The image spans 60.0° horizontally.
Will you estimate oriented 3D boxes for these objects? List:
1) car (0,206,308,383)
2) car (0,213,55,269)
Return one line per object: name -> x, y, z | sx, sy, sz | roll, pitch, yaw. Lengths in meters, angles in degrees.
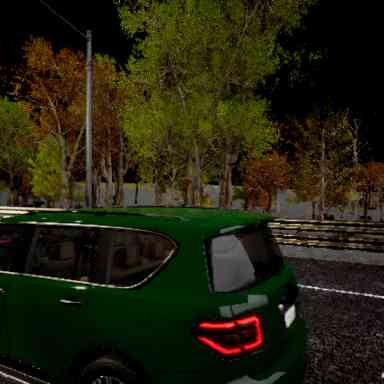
car -> -1.441, 1.217, 4.321 | 5.566, 2.045, 2.150 | 0, 0, 30
car -> -7.486, 1.540, 11.774 | 5.357, 1.411, 2.033 | 0, 0, 30
